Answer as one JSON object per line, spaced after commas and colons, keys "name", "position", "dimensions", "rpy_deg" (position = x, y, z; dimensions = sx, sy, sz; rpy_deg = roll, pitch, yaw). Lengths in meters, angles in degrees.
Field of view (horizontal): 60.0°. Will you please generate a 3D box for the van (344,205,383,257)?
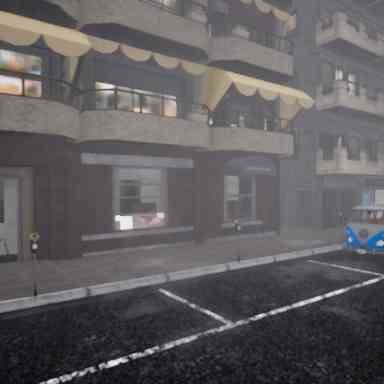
{"name": "van", "position": [6.949, 1.313, 11.520], "dimensions": [3.998, 1.788, 1.690], "rpy_deg": [0, 0, -35]}
